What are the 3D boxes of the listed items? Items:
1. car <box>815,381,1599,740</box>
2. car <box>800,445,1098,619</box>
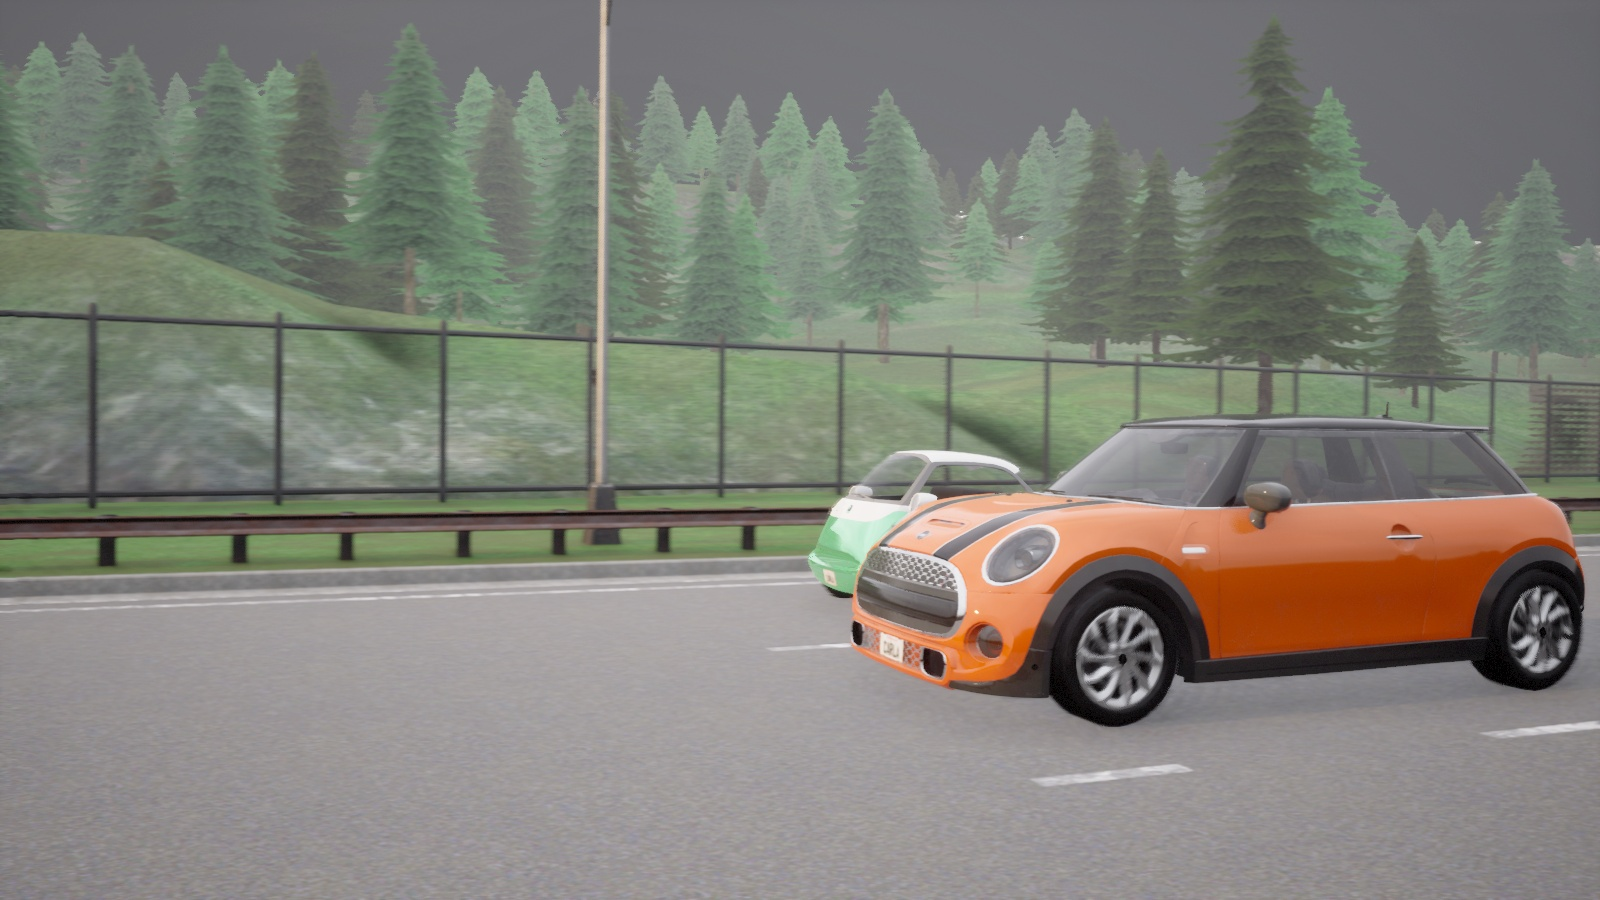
[{"bbox_3d":[2.607,0.498,7.971,4.553,1.767,2.097,-1,1,-21],"label":"car"},{"bbox_3d":[1.295,0.656,11.219,2.207,1.376,1.481,-1,1,-21],"label":"car"}]
